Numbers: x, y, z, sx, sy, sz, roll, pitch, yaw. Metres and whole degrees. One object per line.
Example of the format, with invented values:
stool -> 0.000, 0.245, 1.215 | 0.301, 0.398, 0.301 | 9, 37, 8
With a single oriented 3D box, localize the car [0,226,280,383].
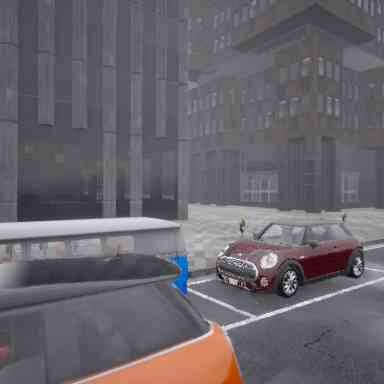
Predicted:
car -> -1.801, 1.351, 2.095 | 4.553, 1.767, 2.097 | 0, 0, -35

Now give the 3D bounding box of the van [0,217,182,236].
van -> -1.962, 1.341, 5.247 | 3.998, 1.788, 1.690 | 0, 0, -35

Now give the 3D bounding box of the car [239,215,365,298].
car -> 2.539, 1.441, 8.450 | 4.097, 1.590, 1.967 | 0, 0, -35
